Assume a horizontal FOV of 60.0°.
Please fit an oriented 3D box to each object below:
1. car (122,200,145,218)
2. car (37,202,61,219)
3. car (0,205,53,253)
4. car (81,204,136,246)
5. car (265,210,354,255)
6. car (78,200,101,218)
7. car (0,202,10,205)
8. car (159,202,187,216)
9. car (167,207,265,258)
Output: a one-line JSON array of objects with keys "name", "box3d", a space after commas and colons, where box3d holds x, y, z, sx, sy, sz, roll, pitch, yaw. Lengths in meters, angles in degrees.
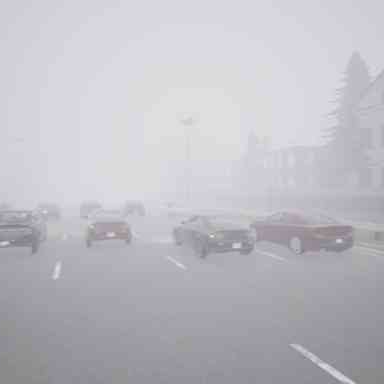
[{"name": "car", "box3d": [-5.480, 1.478, 30.036, 1.837, 1.490, 4.892, 0, 0, -19]}, {"name": "car", "box3d": [-12.260, 1.535, 28.215, 1.994, 1.385, 4.181, 0, 0, -19]}, {"name": "car", "box3d": [-6.958, 1.477, 13.265, 2.128, 1.511, 4.902, 0, 0, -19]}, {"name": "car", "box3d": [-3.979, 1.511, 15.343, 1.812, 1.442, 4.674, 0, 0, -19]}, {"name": "car", "box3d": [4.101, 1.470, 13.454, 1.882, 1.535, 5.008, 0, 0, -19]}, {"name": "car", "box3d": [-9.272, 1.449, 30.266, 1.882, 1.535, 5.008, 0, 0, -19]}, {"name": "car", "box3d": [-15.559, 1.534, 27.041, 1.994, 1.385, 4.181, 0, 0, -19]}, {"name": "car", "box3d": [-1.601, 1.577, 29.558, 1.895, 1.301, 4.718, 0, 0, -19]}, {"name": "car", "box3d": [0.655, 1.516, 12.702, 1.812, 1.442, 4.674, 0, 0, -19]}]
